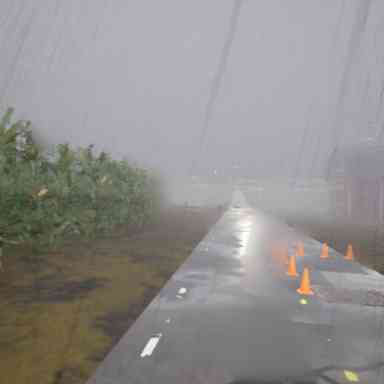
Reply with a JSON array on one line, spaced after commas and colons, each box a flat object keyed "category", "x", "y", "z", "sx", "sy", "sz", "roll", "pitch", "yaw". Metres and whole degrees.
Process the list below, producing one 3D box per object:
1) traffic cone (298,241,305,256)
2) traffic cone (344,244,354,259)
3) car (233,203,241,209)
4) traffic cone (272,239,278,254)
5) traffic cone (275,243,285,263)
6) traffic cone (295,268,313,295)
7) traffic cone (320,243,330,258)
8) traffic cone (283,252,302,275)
[{"category": "traffic cone", "x": 4.607, "y": 2.379, "z": 14.117, "sx": 0.340, "sy": 0.580, "sz": 0.340, "roll": 3, "pitch": -1, "yaw": 8}, {"category": "traffic cone", "x": 6.586, "y": 2.480, "z": 13.853, "sx": 0.340, "sy": 0.580, "sz": 0.340, "roll": 3, "pitch": -1, "yaw": 8}, {"category": "car", "x": 10.620, "y": 3.362, "z": 79.272, "sx": 2.033, "sy": 1.411, "sz": 5.357, "roll": 3, "pitch": -1, "yaw": 7}, {"category": "traffic cone", "x": 3.617, "y": 2.329, "z": 14.249, "sx": 0.340, "sy": 0.580, "sz": 0.340, "roll": 3, "pitch": -1, "yaw": 8}, {"category": "traffic cone", "x": 3.355, "y": 2.288, "z": 12.267, "sx": 0.340, "sy": 0.580, "sz": 0.340, "roll": 3, "pitch": -1, "yaw": 8}, {"category": "traffic cone", "x": 2.832, "y": 2.207, "z": 8.302, "sx": 0.340, "sy": 0.580, "sz": 0.340, "roll": 3, "pitch": -1, "yaw": 8}, {"category": "traffic cone", "x": 5.597, "y": 2.430, "z": 13.985, "sx": 0.340, "sy": 0.580, "sz": 0.340, "roll": 3, "pitch": -1, "yaw": 8}, {"category": "traffic cone", "x": 3.094, "y": 2.247, "z": 10.284, "sx": 0.340, "sy": 0.580, "sz": 0.340, "roll": 3, "pitch": -1, "yaw": 8}]
